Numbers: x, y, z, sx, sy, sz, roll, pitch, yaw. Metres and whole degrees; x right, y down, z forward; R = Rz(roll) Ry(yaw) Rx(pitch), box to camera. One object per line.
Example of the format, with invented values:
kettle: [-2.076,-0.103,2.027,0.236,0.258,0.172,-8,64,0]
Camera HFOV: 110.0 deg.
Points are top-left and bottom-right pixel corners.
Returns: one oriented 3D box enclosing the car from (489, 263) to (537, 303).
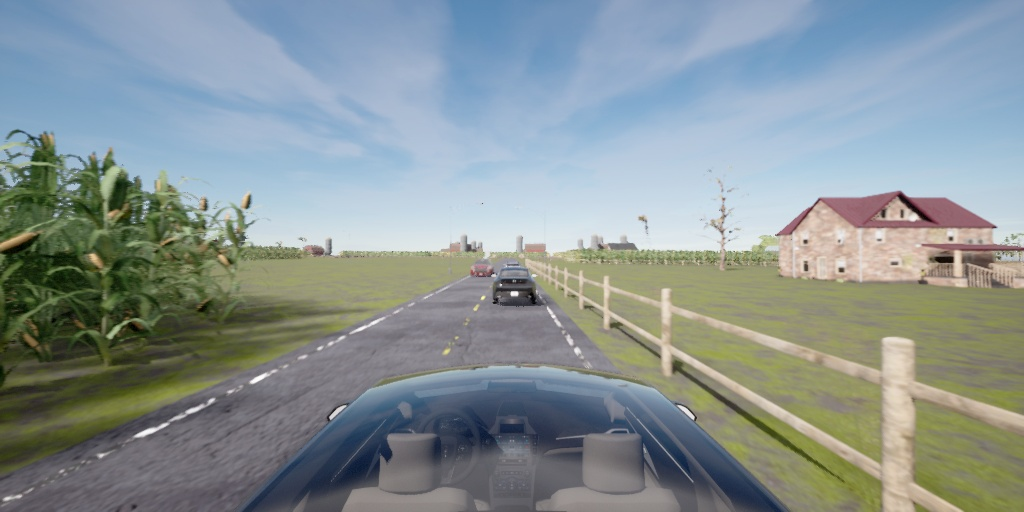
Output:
car: [0.100,1.251,16.609,1.837,1.490,4.892,0,0,0]

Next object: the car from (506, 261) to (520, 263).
car: [0.100,1.219,37.939,2.128,1.511,4.902,0,0,0]

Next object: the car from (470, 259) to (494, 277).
car: [-2.844,1.082,34.980,2.097,1.767,4.553,0,0,0]
